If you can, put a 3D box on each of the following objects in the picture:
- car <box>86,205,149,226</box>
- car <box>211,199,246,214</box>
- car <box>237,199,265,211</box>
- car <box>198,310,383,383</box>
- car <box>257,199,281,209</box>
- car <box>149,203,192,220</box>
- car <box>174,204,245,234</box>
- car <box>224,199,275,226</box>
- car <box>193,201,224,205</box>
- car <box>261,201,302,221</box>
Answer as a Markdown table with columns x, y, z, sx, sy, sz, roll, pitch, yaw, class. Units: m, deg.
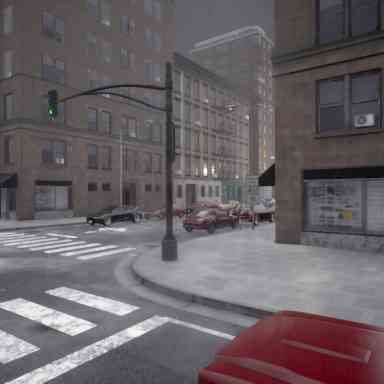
| x | y | z | sx | sy | sz | roll | pitch | yaw | class |
| --- | --- | --- | --- | --- | --- | --- | --- | --- | --- |
| -5.406 | 1.588 | 23.610 | 1.947 | 1.339 | 4.313 | 0 | 0 | 36 | car |
| 4.142 | 1.542 | 36.925 | 1.752 | 1.417 | 4.829 | 0 | 0 | 36 | car |
| 7.458 | 1.598 | 41.547 | 1.802 | 1.307 | 4.206 | 0 | 0 | 36 | car |
| 2.294 | 1.601 | 2.052 | 4.718 | 1.301 | 1.895 | 0 | 0 | 36 | car |
| 10.673 | 1.599 | 46.031 | 1.802 | 1.307 | 4.206 | 0 | 0 | 36 | car |
| -2.190 | 1.602 | 28.094 | 1.802 | 1.307 | 4.206 | 0 | 0 | 36 | car |
| 1.116 | 1.554 | 18.934 | 1.802 | 1.307 | 4.206 | 0 | 0 | 36 | car |
| 4.332 | 1.411 | 23.419 | 1.967 | 1.590 | 4.097 | 0 | 0 | 36 | car |
| 1.026 | 1.563 | 32.579 | 1.887 | 1.381 | 4.507 | 0 | 0 | 36 | car |
| 7.648 | 1.494 | 28.042 | 1.752 | 1.417 | 4.829 | 0 | 0 | 36 | car |
